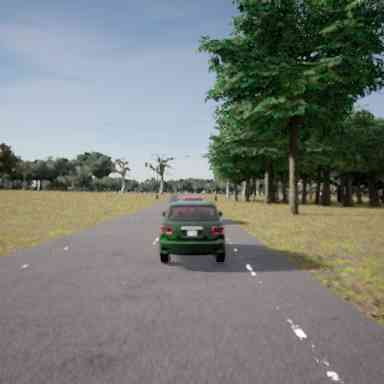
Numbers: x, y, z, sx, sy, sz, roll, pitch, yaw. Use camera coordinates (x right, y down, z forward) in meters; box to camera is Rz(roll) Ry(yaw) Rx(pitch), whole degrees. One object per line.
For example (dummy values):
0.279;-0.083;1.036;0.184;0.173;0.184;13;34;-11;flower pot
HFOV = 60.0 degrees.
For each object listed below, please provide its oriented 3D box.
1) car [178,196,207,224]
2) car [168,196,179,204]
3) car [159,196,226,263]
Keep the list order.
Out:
0.025;1.386;27.518;2.150;2.045;5.566;0;0;0;car
-3.486;1.546;64.529;1.837;1.490;4.892;0;1;1;car
0.016;1.321;12.562;2.150;2.045;5.566;0;0;0;car
